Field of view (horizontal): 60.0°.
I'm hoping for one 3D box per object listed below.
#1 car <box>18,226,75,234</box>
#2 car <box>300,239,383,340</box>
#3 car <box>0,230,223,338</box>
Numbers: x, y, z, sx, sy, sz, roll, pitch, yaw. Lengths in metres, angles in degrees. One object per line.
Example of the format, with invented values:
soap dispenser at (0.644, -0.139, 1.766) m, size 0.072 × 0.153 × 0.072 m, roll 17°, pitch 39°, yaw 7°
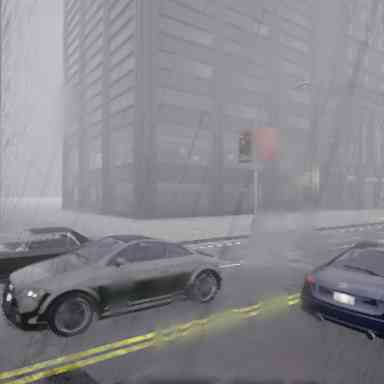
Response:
car at (-4.159, 1.611, 8.703) m, size 4.718 × 1.301 × 1.895 m, roll 0°, pitch 0°, yaw -36°
car at (3.962, 1.611, 6.269) m, size 4.181 × 1.385 × 1.994 m, roll 0°, pitch 0°, yaw -36°
car at (-1.400, 1.582, 6.679) m, size 4.181 × 1.385 × 1.994 m, roll 0°, pitch 0°, yaw -36°
